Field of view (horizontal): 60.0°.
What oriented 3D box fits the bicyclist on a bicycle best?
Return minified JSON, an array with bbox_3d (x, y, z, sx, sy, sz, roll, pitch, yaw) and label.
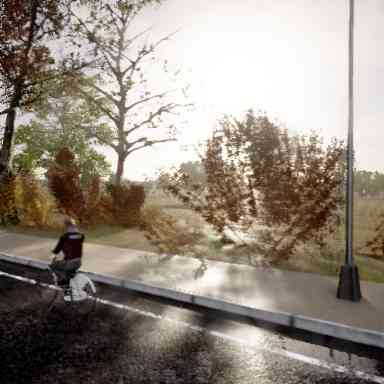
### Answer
[{"bbox_3d":[-2.457,1.369,6.355,1.843,1.776,0.659,0,0,35],"label":"bicyclist on a bicycle"}]
